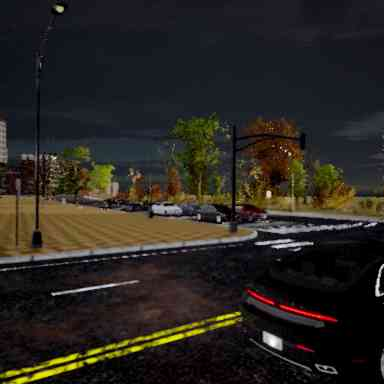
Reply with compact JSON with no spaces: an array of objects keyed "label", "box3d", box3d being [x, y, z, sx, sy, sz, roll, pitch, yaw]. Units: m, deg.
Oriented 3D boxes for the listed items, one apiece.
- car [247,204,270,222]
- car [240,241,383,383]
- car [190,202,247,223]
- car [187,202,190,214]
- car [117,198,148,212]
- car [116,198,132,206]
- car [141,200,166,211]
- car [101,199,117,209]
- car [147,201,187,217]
[{"label":"car","box3d":[4.898,1.824,29.840,1.812,1.442,4.674,1,0,-31]},{"label":"car","box3d":[2.975,1.571,5.422,4.892,1.490,1.837,0,0,-34]},{"label":"car","box3d":[2.108,1.775,28.188,1.837,1.490,4.892,1,0,-32]},{"label":"car","box3d":[-0.246,1.872,38.067,2.033,1.411,5.357,1,0,-32]},{"label":"car","box3d":[-7.991,1.886,44.436,1.994,1.385,4.181,1,0,-32]},{"label":"car","box3d":[-13.813,1.999,67.667,1.994,1.385,4.181,1,0,-29]},{"label":"car","box3d":[-5.463,1.915,46.571,1.994,1.385,4.181,1,0,-31]},{"label":"car","box3d":[-13.100,1.853,53.069,1.837,1.490,4.892,1,0,-30]},{"label":"car","box3d":[-2.748,1.822,35.942,1.812,1.442,4.674,1,0,-32]}]
